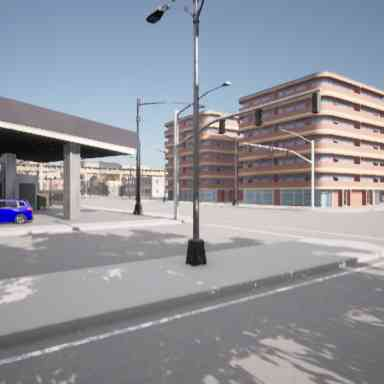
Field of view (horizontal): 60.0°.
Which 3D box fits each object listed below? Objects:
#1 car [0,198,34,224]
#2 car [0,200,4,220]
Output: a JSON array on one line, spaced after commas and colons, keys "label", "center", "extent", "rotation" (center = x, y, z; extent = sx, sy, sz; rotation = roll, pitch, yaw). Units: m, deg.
[{"label": "car", "center": [-12.551, 1.247, 20.970], "extent": [4.611, 1.667, 2.242], "rotation": [0, 0, -35]}, {"label": "car", "center": [-16.508, 1.407, 25.204], "extent": [3.806, 1.475, 1.970], "rotation": [0, 0, -35]}]
